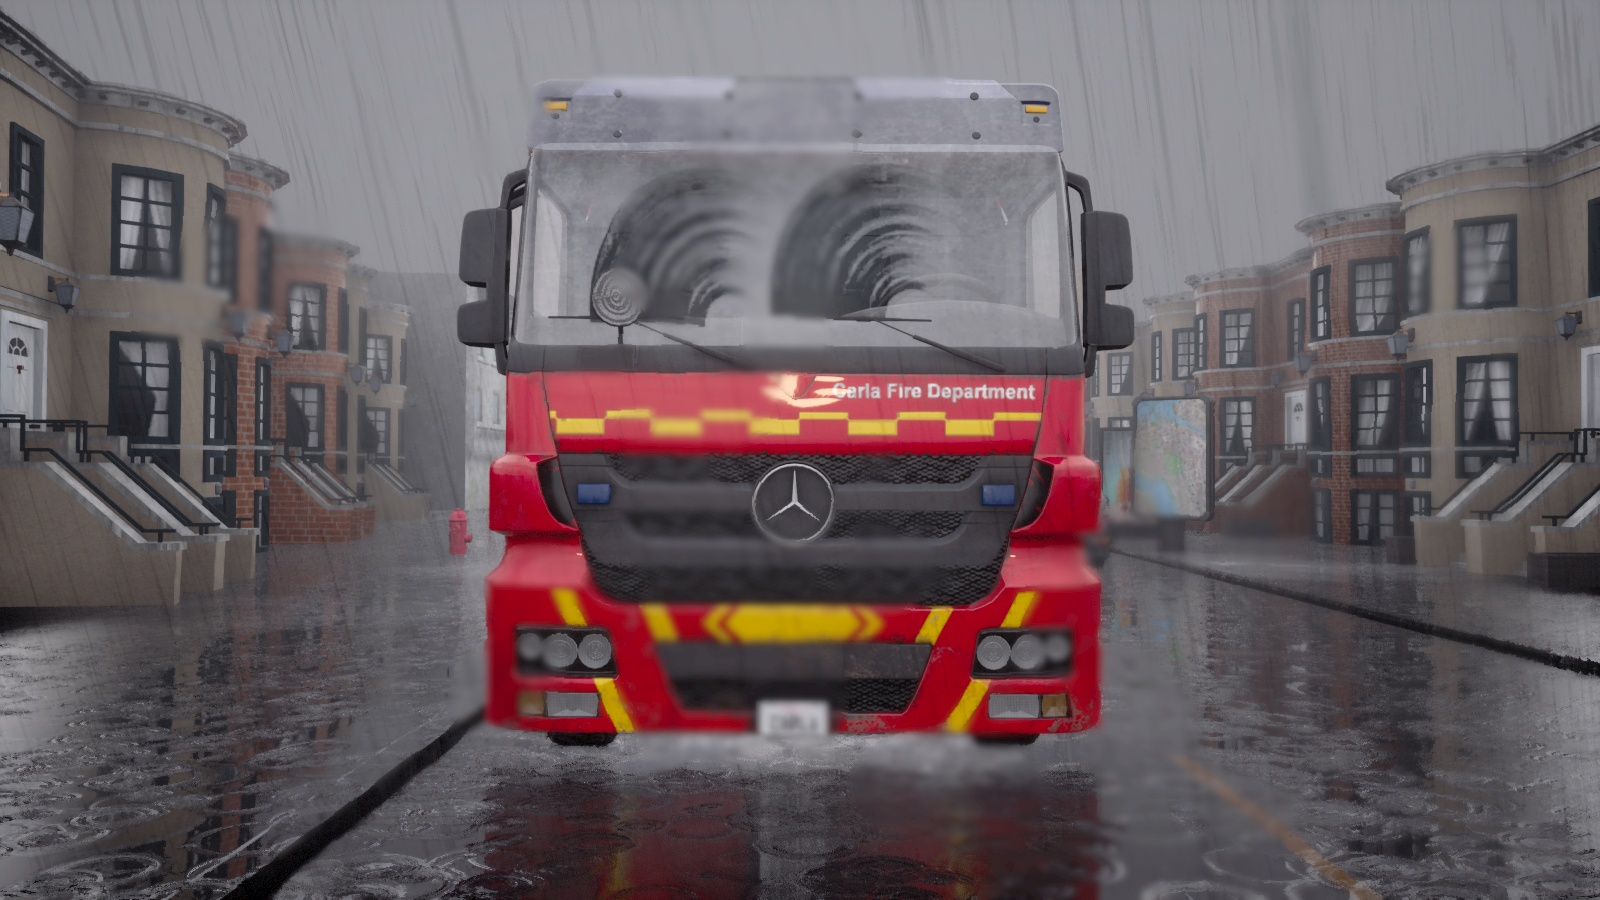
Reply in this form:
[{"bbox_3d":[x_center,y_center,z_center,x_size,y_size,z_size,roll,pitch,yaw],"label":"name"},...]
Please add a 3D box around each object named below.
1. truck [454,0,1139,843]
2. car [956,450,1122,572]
[{"bbox_3d":[-0.032,-0.189,9.564,2.891,3.827,8.468,0,-1,0],"label":"truck"},{"bbox_3d":[3.938,0.976,21.499,1.932,1.855,4.605,0,-1,0],"label":"car"}]
